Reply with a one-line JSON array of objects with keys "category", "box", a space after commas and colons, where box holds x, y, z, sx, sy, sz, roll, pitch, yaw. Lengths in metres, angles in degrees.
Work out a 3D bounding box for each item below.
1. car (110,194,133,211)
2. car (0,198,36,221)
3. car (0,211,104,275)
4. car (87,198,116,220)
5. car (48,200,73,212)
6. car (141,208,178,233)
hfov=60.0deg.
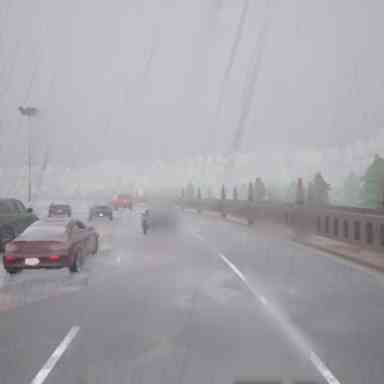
[{"category": "car", "box": [-9.051, 1.250, 42.120, 2.150, 2.045, 5.566, 0, 0, -23]}, {"category": "car", "box": [-8.086, 1.251, 13.689, 2.150, 2.045, 5.566, 0, 0, -8]}, {"category": "car", "box": [-4.177, 1.540, 10.478, 1.812, 1.442, 4.674, 0, 0, -6]}, {"category": "car", "box": [-7.783, 1.531, 28.361, 1.837, 1.490, 4.892, 0, 0, -16]}, {"category": "car", "box": [-12.480, 1.521, 31.633, 1.882, 1.535, 5.008, 0, 0, -19]}, {"category": "car", "box": [-2.047, 1.606, 19.645, 1.895, 1.301, 4.718, 0, 0, -11]}]
